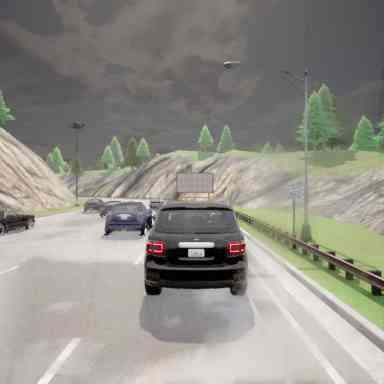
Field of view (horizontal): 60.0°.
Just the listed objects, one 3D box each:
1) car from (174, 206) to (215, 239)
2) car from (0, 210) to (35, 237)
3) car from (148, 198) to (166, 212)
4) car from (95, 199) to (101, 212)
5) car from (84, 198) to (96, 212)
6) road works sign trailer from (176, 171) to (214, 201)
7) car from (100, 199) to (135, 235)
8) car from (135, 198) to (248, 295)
[{"bbox_3d":[0.113,1.559,18.060,1.994,1.385,4.181,0,0,0],"label":"car"},{"bbox_3d":[-10.421,1.600,18.072,1.895,1.301,4.718,0,0,0],"label":"car"},{"bbox_3d":[-4.208,1.491,40.442,2.128,1.511,4.902,0,0,-5],"label":"car"},{"bbox_3d":[-7.026,1.527,29.994,1.812,1.442,4.674,0,-1,-2],"label":"car"},{"bbox_3d":[-11.009,1.507,37.971,1.837,1.490,4.892,0,1,-5],"label":"car"},{"bbox_3d":[0.189,0.464,21.557,2.380,3.560,2.880,0,0,0],"label":"road works sign trailer"},{"bbox_3d":[-3.421,1.351,18.887,2.097,1.767,4.553,0,0,0],"label":"car"},{"bbox_3d":[0.088,1.221,8.833,2.150,2.045,5.566,0,0,0],"label":"car"}]
